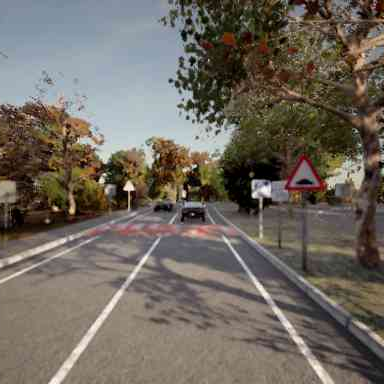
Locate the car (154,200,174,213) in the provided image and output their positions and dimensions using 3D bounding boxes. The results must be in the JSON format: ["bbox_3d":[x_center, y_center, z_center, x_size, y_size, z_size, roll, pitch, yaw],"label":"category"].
[{"bbox_3d":[-3.154,1.602,37.582,1.895,1.301,4.718,0,1,2],"label":"car"}]

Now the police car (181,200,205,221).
[{"bbox_3d":[0.101,1.499,28.225,1.930,1.638,5.238,0,0,1],"label":"police car"}]
